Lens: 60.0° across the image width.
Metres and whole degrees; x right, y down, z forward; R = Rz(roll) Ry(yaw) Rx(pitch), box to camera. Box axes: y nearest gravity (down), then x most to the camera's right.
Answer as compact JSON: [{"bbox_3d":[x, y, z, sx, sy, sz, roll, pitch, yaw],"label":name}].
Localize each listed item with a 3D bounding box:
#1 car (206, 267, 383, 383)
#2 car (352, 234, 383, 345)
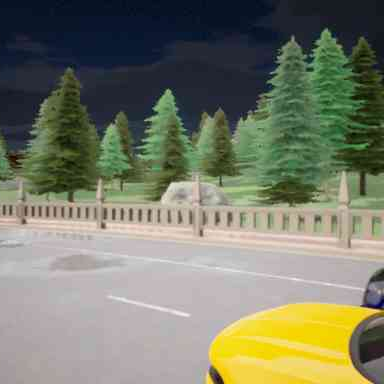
[{"bbox_3d":[2.402,1.465,2.110,5.008,1.535,1.882,0,0,36],"label":"car"},{"bbox_3d":[4.743,1.538,4.708,4.181,1.385,1.994,0,0,36],"label":"car"}]
